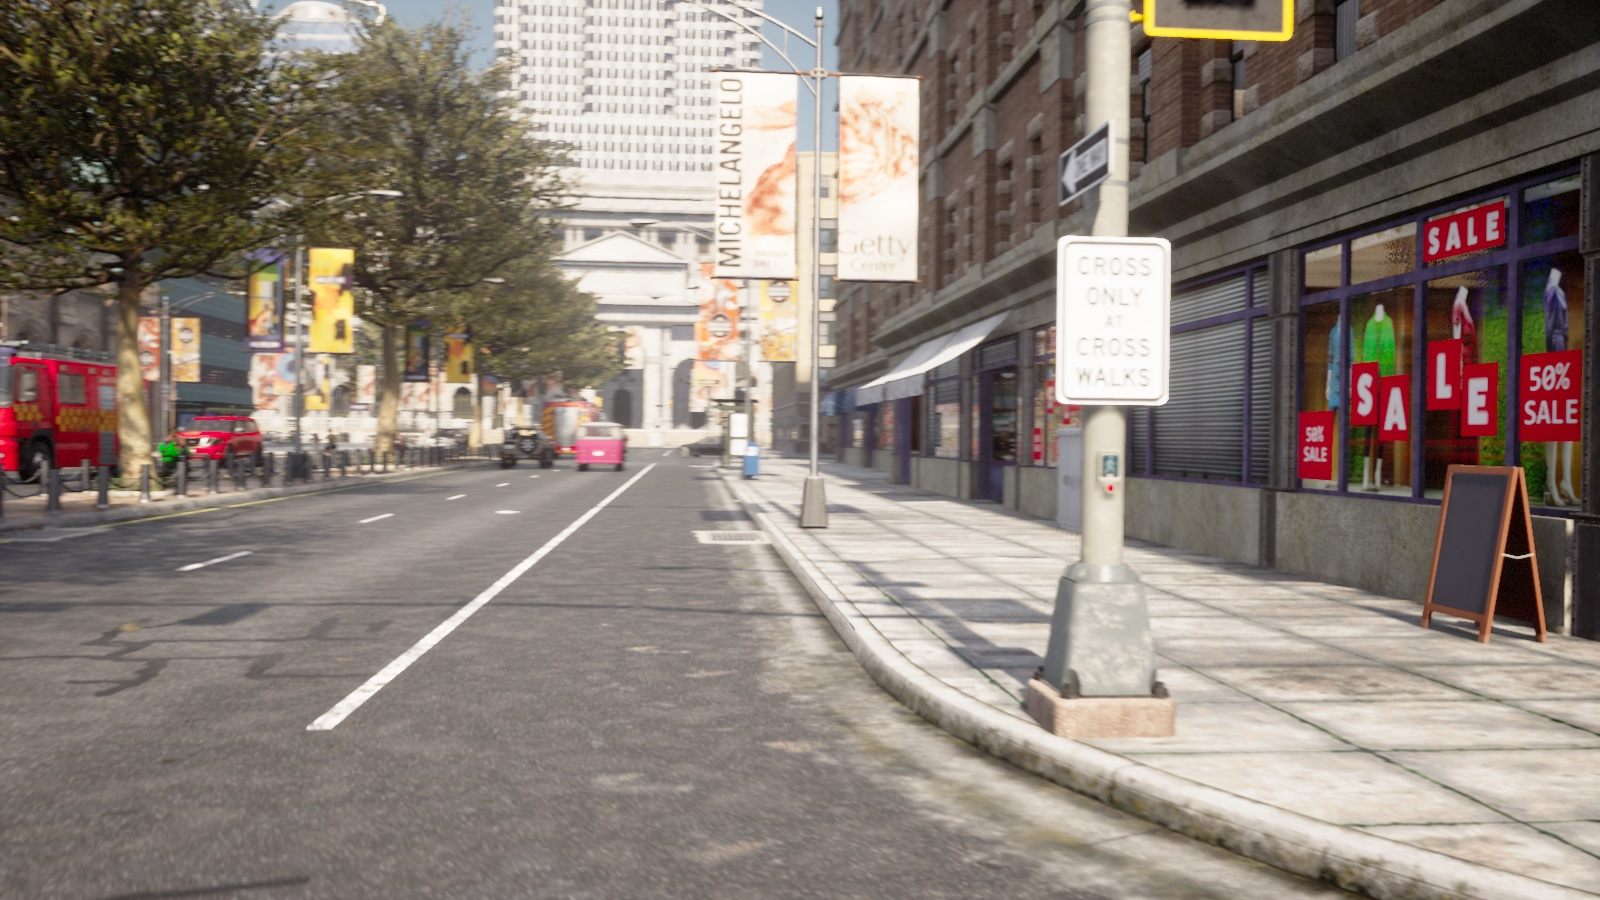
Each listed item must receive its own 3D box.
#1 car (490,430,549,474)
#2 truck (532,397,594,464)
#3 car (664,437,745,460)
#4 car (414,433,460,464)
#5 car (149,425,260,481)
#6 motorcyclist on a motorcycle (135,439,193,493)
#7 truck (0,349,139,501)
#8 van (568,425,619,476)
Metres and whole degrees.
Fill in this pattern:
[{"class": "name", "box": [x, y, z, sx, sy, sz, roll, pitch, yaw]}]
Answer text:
[{"class": "car", "box": [-12.278, 0.048, 55.200, 1.932, 1.855, 4.605, 0, 1, -5]}, {"class": "truck", "box": [-14.284, -1.144, 76.297, 2.891, 3.827, 8.468, 0, 1, -5]}, {"class": "car", "box": [-6.286, -0.102, 82.685, 4.792, 1.488, 2.163, 0, 1, 20]}, {"class": "car", "box": [-22.466, -0.124, 77.922, 1.932, 1.855, 4.605, 0, 1, -5]}, {"class": "car", "box": [-23.280, 0.087, 49.393, 2.150, 2.045, 5.566, 0, 1, -5]}, {"class": "motorcyclist on a motorcycle", "box": [-18.560, 0.453, 36.699, 0.797, 1.523, 2.044, 0, 1, -5]}, {"class": "truck", "box": [-21.957, -0.657, 35.351, 2.891, 3.827, 8.468, 0, 1, -5]}, {"class": "van", "box": [-8.407, -0.003, 51.439, 1.775, 1.987, 4.442, 0, 1, -5]}]
